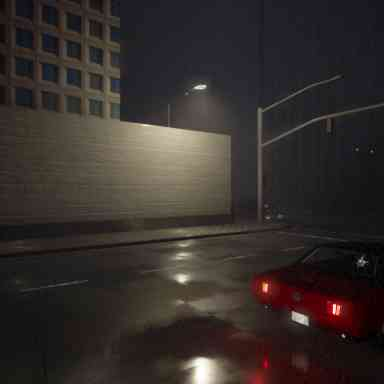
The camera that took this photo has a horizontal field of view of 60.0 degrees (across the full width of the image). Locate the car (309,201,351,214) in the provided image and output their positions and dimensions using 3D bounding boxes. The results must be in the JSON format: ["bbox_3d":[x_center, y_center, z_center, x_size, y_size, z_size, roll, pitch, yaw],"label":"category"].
[{"bbox_3d":[14.815,1.619,35.925,1.994,1.385,4.181,0,0,-36],"label":"car"}]

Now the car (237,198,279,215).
[{"bbox_3d":[6.848,1.407,34.698,2.097,1.767,4.553,0,0,-35],"label":"car"}]

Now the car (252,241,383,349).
[{"bbox_3d":[3.440,1.601,6.238,4.718,1.301,1.895,0,0,-35],"label":"car"}]
